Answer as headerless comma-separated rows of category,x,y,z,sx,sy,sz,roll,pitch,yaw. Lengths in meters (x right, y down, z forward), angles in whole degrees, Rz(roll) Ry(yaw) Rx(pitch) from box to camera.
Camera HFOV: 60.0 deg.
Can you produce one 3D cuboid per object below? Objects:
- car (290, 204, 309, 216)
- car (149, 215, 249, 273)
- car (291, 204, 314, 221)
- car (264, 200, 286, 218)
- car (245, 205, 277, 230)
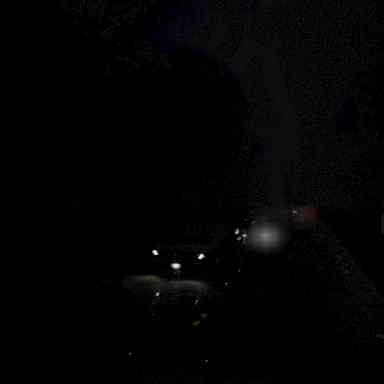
car,14.363,2.376,44.575,2.033,1.411,5.357,1,-1,15
car,0.432,1.709,11.732,2.033,1.411,5.357,1,-1,19
car,11.530,2.196,34.637,1.812,1.442,4.674,1,-1,18
car,9.910,1.958,39.718,2.150,2.045,5.566,1,-1,16
car,5.103,1.955,25.235,1.812,1.442,4.674,1,-1,19
